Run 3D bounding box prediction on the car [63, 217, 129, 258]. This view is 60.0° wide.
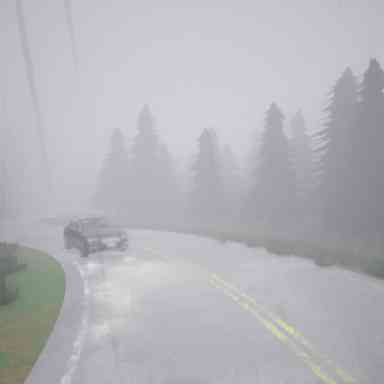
[{"bbox_3d":[-4.423,1.888,14.895,2.128,1.511,4.902,-3,-1,-33],"label":"car"}]

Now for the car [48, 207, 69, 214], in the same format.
[{"bbox_3d":[-24.117,3.452,60.339,1.812,1.442,4.674,0,-1,14],"label":"car"}]
